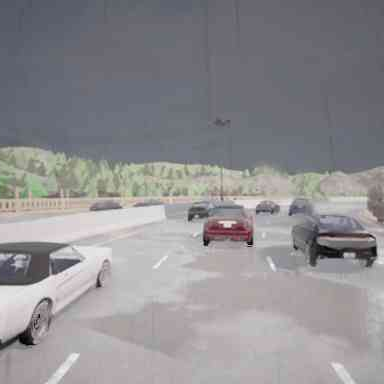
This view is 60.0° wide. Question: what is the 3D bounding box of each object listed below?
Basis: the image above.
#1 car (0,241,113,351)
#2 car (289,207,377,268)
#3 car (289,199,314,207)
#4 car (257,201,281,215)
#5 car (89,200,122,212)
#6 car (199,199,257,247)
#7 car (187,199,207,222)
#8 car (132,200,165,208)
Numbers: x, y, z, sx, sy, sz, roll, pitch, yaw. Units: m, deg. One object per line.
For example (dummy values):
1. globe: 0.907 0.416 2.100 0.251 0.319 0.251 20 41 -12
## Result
1. car: -3.026 1.591 6.304 1.895 1.301 4.718 0 0 4
2. car: 4.647 1.512 11.461 2.128 1.511 4.902 0 0 8
3. car: 11.025 1.433 33.278 2.097 1.767 4.553 0 0 23
4. car: 8.217 1.632 35.754 2.033 1.411 5.357 0 0 25
5. car: -9.888 1.616 38.096 1.994 1.385 4.181 0 0 22
6. car: 1.800 1.368 15.460 2.097 1.767 4.553 0 0 10
7. car: 1.068 1.543 26.772 1.837 1.490 4.892 0 0 17
8. car: -5.178 1.622 40.455 2.033 1.411 5.357 0 0 24
